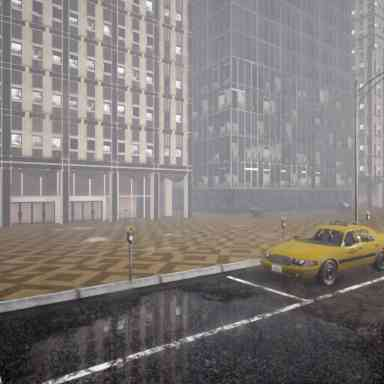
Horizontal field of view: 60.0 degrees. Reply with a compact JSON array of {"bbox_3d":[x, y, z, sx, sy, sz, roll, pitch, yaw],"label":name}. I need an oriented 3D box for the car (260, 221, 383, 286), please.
[{"bbox_3d":[4.002,1.526,9.431,4.829,1.417,1.752,0,0,-36],"label":"car"}]
